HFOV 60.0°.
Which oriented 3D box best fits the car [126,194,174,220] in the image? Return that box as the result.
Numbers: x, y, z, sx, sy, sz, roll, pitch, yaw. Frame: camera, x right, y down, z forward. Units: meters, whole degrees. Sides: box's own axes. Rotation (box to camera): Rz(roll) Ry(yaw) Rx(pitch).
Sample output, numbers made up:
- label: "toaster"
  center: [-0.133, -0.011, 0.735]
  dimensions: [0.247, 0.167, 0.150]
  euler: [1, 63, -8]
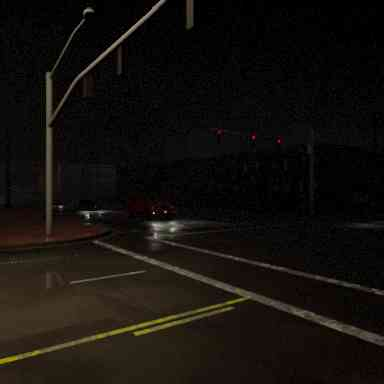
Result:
- label: "car"
  center: [-3.718, 1.221, 28.561]
  dimensions: [2.150, 2.045, 5.566]
  euler: [0, 0, -36]

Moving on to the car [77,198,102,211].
- label: "car"
  center: [-12.800, 1.503, 41.216]
  dimensions: [1.837, 1.490, 4.892]
  euler: [0, 0, -36]

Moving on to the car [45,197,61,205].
- label: "car"
  center: [-23.597, 1.567, 56.416]
  dimensions: [1.812, 1.442, 4.674]
  euler: [0, 0, -36]
